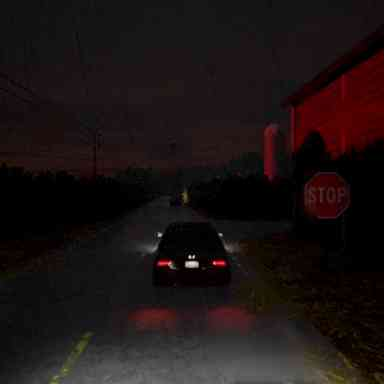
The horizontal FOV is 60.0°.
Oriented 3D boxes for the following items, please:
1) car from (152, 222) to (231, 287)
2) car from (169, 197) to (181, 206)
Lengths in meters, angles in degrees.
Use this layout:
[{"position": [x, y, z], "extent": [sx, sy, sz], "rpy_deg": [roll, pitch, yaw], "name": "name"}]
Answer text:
[{"position": [-0.045, 1.571, 9.484], "extent": [2.033, 1.411, 5.357], "rpy_deg": [0, 0, -1], "name": "car"}, {"position": [-2.851, 1.631, 56.253], "extent": [2.128, 1.511, 4.902], "rpy_deg": [0, 0, -4], "name": "car"}]
